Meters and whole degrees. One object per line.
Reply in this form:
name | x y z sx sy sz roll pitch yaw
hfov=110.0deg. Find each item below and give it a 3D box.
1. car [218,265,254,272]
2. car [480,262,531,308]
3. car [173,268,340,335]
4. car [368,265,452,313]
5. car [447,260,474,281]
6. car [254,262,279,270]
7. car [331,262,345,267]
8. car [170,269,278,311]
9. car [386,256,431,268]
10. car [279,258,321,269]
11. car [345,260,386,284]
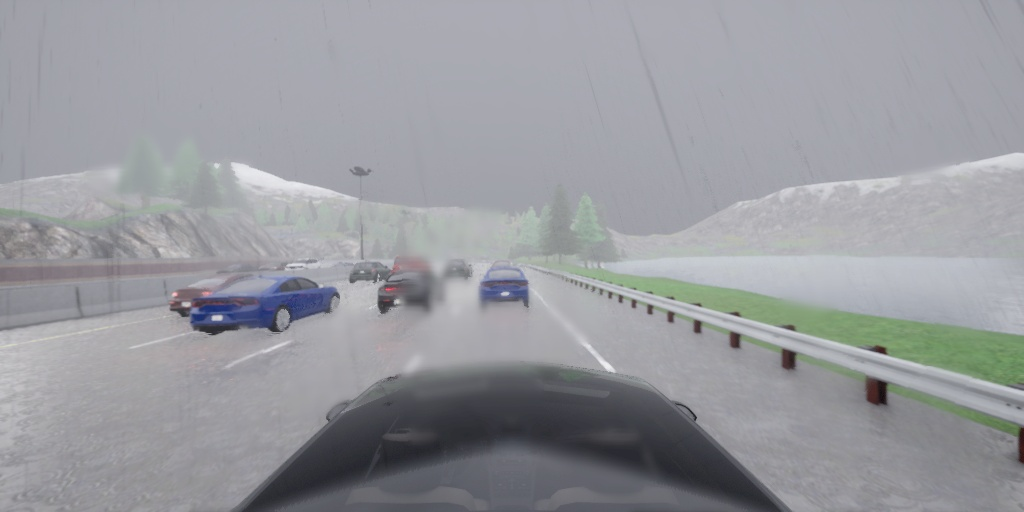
car | -33.058 1.789 43.681 2.033 1.411 5.357 -1 0 -3
car | -0.317 1.187 15.158 1.882 1.535 5.008 -1 0 -2
car | -7.203 1.334 11.151 1.882 1.535 5.008 -1 0 -2
car | -3.788 1.283 14.223 1.837 1.490 4.892 -1 0 -2
car | -4.320 1.087 29.314 2.097 1.767 4.553 -1 0 -2
car | -29.719 1.523 45.335 2.097 1.767 4.553 -1 0 -4
car | -22.955 1.523 48.544 2.128 1.511 4.902 -1 0 -5
car | -10.785 1.442 14.098 1.812 1.442 4.674 -1 -1 -2
car | -7.797 1.031 28.470 2.150 2.045 5.566 -1 1 -1
car | -26.172 1.325 45.040 2.150 2.045 5.566 -1 0 -4
car | -11.315 1.224 29.068 2.097 1.767 4.553 -1 0 -2
